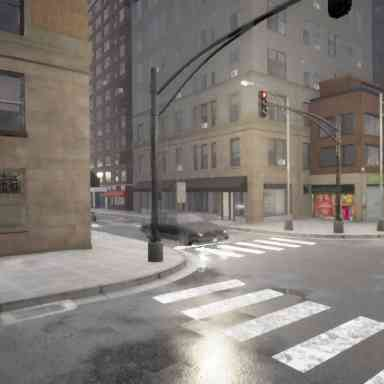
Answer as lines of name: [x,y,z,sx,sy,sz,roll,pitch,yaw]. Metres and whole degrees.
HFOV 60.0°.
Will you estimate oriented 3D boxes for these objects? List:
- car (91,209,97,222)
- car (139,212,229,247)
car: [-9.567,1.789,27.931,1.812,1.442,4.674,-1,0,-37]
car: [-0.625,1.679,16.188,2.033,1.411,5.357,-1,0,-37]
